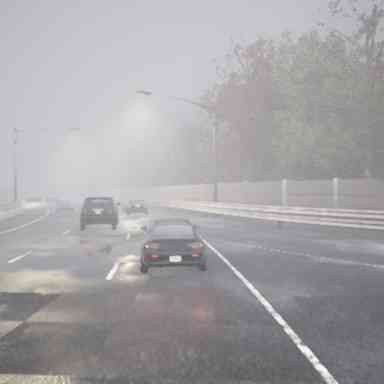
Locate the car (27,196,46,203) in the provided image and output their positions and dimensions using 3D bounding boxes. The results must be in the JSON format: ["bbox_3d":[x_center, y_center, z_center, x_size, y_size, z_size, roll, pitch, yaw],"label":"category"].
[{"bbox_3d":[-31.843,1.478,67.190,1.882,1.535,5.008,0,0,-42],"label":"car"}]

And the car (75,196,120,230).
[{"bbox_3d":[-5.944,1.275,21.682,2.150,2.045,5.566,0,0,-12],"label":"car"}]

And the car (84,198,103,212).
[{"bbox_3d":[-12.520,1.582,42.150,1.882,1.535,5.008,0,0,-22],"label":"car"}]

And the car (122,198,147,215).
[{"bbox_3d":[-5.993,1.431,34.545,2.097,1.767,4.553,0,0,-18],"label":"car"}]

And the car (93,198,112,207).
[{"bbox_3d":[-14.708,1.733,54.571,1.895,1.301,4.718,0,0,-29],"label":"car"}]

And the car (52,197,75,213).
[{"bbox_3d":[-15.145,1.651,39.498,2.033,1.411,5.357,0,0,-23],"label":"car"}]

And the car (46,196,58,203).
[{"bbox_3d":[-29.147,1.525,69.422,2.128,1.511,4.902,0,0,-42],"label":"car"}]

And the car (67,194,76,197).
[{"bbox_3d":[-32.715,1.729,88.693,1.837,1.490,4.892,0,0,-22],"label":"car"}]

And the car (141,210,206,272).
[{"bbox_3d":[-0.677,1.548,10.822,1.812,1.442,4.674,0,0,-6],"label":"car"}]
